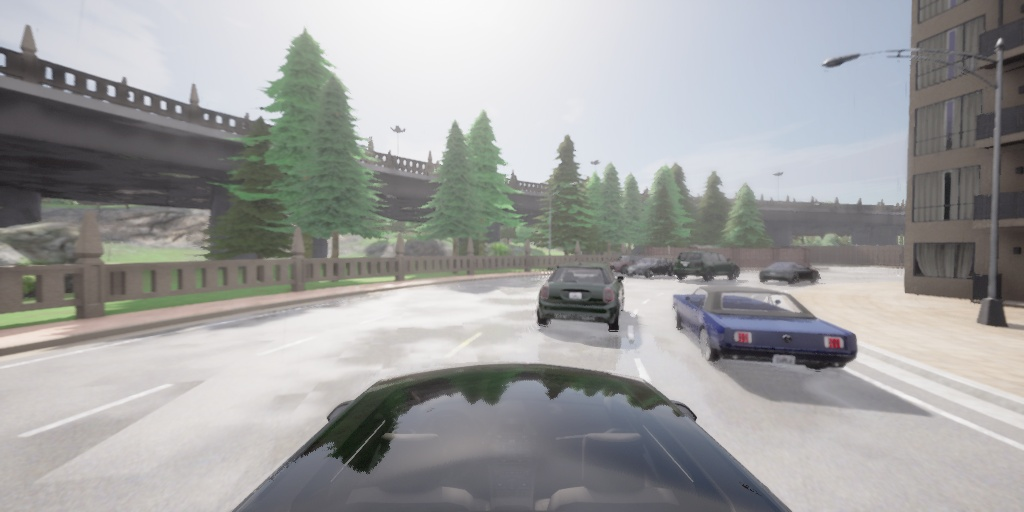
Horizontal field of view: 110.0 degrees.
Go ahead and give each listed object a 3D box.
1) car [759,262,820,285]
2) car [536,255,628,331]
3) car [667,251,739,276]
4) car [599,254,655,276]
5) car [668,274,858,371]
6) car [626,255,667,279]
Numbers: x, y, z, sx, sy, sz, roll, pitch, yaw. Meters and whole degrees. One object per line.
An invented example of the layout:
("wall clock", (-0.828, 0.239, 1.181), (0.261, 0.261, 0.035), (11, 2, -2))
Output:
("car", (18.412, 1.101, 23.787), (4.181, 1.385, 1.994), (0, 1, -27))
("car", (2.247, 0.968, 10.832), (2.097, 1.767, 4.553), (1, 1, 19))
("car", (13.728, 0.693, 25.268), (5.566, 2.045, 2.150), (0, 1, -34))
("car", (10.001, 0.694, 31.118), (4.553, 1.767, 2.097), (0, 1, -31))
("car", (4.782, 1.291, 7.707), (1.895, 1.301, 4.718), (1, 1, 14))
("car", (10.653, 0.901, 27.441), (4.902, 1.511, 2.128), (0, 1, -34))
